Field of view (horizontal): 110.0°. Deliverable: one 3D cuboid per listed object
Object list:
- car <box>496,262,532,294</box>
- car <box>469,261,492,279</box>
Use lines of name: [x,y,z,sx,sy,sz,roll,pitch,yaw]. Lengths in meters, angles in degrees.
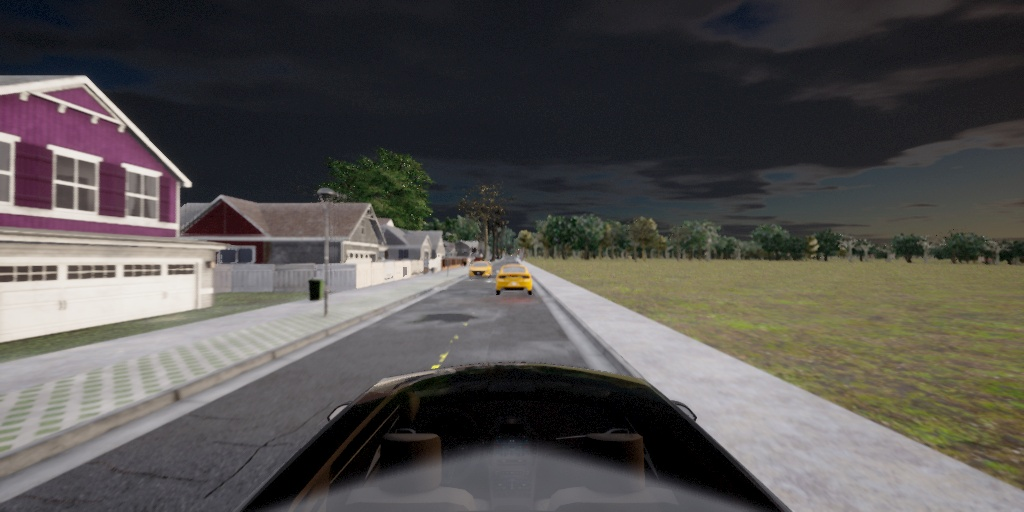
car: [0.104,1.220,20.295,1.882,1.535,5.008,0,0,0]
car: [-2.837,1.213,32.979,1.882,1.535,5.008,0,0,0]
